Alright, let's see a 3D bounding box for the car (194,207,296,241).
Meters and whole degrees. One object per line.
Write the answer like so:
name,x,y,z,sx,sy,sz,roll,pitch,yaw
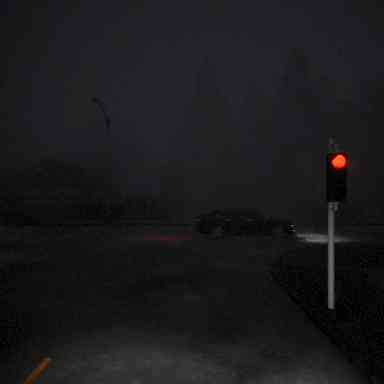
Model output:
car,2.554,1.505,16.255,4.892,1.490,1.837,0,0,0
